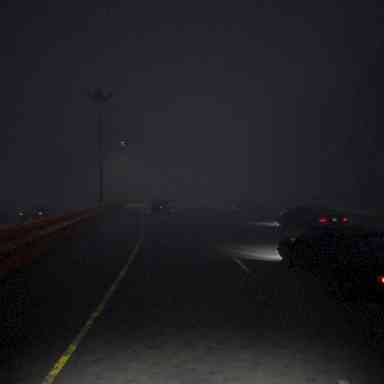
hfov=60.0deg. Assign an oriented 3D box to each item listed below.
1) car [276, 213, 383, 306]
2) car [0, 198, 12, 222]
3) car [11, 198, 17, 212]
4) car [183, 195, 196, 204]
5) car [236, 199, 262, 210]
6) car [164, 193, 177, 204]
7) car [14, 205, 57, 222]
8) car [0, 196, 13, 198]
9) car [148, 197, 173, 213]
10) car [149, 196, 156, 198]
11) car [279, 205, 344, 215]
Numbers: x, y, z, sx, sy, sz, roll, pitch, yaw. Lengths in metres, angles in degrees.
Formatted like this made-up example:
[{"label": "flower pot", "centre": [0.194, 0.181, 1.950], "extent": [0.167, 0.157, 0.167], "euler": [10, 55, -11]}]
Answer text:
[{"label": "car", "centre": [3.746, 1.482, 8.052], "extent": [2.033, 1.411, 5.357], "euler": [-1, 0, -4]}, {"label": "car", "centre": [-16.306, 1.618, 26.068], "extent": [2.097, 1.767, 4.553], "euler": [-1, 0, -8]}, {"label": "car", "centre": [-21.642, 1.840, 38.215], "extent": [2.128, 1.511, 4.902], "euler": [-1, 0, -8]}, {"label": "car", "centre": [-0.603, 1.342, 65.321], "extent": [2.097, 1.767, 4.553], "euler": [-1, 0, -8]}, {"label": "car", "centre": [6.758, 1.475, 40.180], "extent": [1.895, 1.301, 4.718], "euler": [-1, 0, -10]}, {"label": "car", "centre": [-4.190, 1.269, 65.675], "extent": [2.150, 2.045, 5.566], "euler": [-1, 0, -8]}, {"label": "car", "centre": [-13.122, 1.811, 28.554], "extent": [1.895, 1.301, 4.718], "euler": [-1, 0, -8]}, {"label": "car", "centre": [-26.229, 1.642, 45.561], "extent": [2.150, 2.045, 5.566], "euler": [-1, 0, -8]}, {"label": "car", "centre": [-3.605, 1.612, 37.266], "extent": [1.994, 1.385, 4.181], "euler": [-1, 0, -9]}, {"label": "car", "centre": [-7.662, 1.610, 65.375], "extent": [1.837, 1.490, 4.892], "euler": [-1, 0, -8]}, {"label": "car", "centre": [6.627, 1.430, 18.885], "extent": [2.033, 1.411, 5.357], "euler": [-1, 0, -9]}]
